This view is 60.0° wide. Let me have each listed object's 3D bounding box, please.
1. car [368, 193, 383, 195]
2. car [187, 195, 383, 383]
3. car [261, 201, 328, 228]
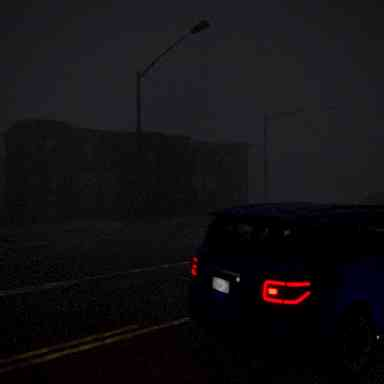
[{"bbox_3d":[12.989,1.082,22.728,2.150,2.045,5.566,0,1,40],"label":"car"},{"bbox_3d":[2.544,1.193,5.583,5.566,2.045,2.150,-1,0,-35],"label":"car"},{"bbox_3d":[6.872,1.397,22.066,4.892,1.490,1.837,0,1,-40],"label":"car"}]
